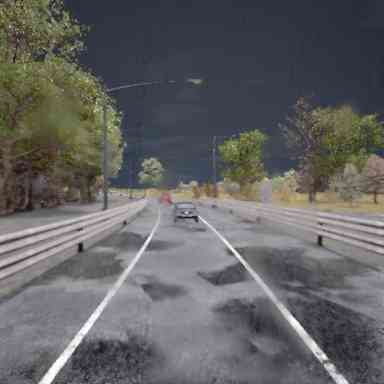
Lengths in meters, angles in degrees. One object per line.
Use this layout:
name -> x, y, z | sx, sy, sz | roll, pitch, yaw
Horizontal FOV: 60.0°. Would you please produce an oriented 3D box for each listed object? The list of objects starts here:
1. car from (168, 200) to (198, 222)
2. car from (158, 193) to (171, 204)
car -> -0.597, 1.529, 26.301 | 2.033, 1.411, 5.357 | 0, 0, -5
car -> -5.268, 1.172, 63.655 | 2.150, 2.045, 5.566 | 0, 0, -10
